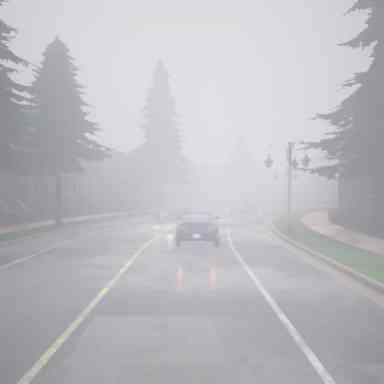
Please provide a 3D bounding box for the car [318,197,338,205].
[{"bbox_3d":[24.727,1.629,58.638,5.357,1.411,2.033,0,0,-27],"label":"car"}]

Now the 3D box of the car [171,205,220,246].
[{"bbox_3d":[0.309,1.544,15.294,1.812,1.442,4.674,0,0,3],"label":"car"}]

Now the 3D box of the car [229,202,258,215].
[{"bbox_3d":[5.458,1.643,34.557,1.895,1.301,4.718,0,0,27],"label":"car"}]

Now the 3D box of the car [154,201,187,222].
[{"bbox_3d":[-1.464,1.523,26.720,2.128,1.511,4.902,0,0,16],"label":"car"}]
